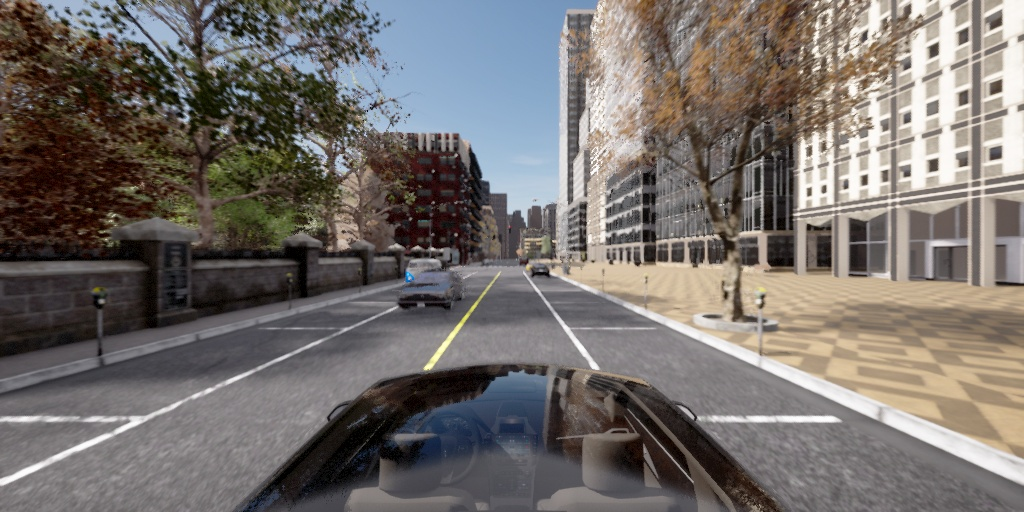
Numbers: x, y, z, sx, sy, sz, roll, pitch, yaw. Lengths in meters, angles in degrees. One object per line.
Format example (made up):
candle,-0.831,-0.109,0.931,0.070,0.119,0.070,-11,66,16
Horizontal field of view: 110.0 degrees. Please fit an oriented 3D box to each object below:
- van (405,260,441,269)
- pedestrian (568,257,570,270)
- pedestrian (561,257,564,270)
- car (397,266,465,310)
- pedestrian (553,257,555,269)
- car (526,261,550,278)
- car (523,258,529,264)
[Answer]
van,-5.697,1.111,23.478,1.690,1.789,3.998,0,0,0
pedestrian,8.123,1.080,51.293,0.375,1.860,0.375,0,0,0
pedestrian,7.123,1.099,50.693,0.375,1.860,0.375,0,0,0
car,-3.104,1.309,14.938,2.033,1.411,5.357,0,0,0
pedestrian,6.123,0.959,51.893,0.375,1.860,0.375,0,0,0
car,2.681,1.352,34.745,1.948,1.339,4.313,0,0,0
car,2.678,1.331,46.180,1.751,1.417,4.829,0,0,0
